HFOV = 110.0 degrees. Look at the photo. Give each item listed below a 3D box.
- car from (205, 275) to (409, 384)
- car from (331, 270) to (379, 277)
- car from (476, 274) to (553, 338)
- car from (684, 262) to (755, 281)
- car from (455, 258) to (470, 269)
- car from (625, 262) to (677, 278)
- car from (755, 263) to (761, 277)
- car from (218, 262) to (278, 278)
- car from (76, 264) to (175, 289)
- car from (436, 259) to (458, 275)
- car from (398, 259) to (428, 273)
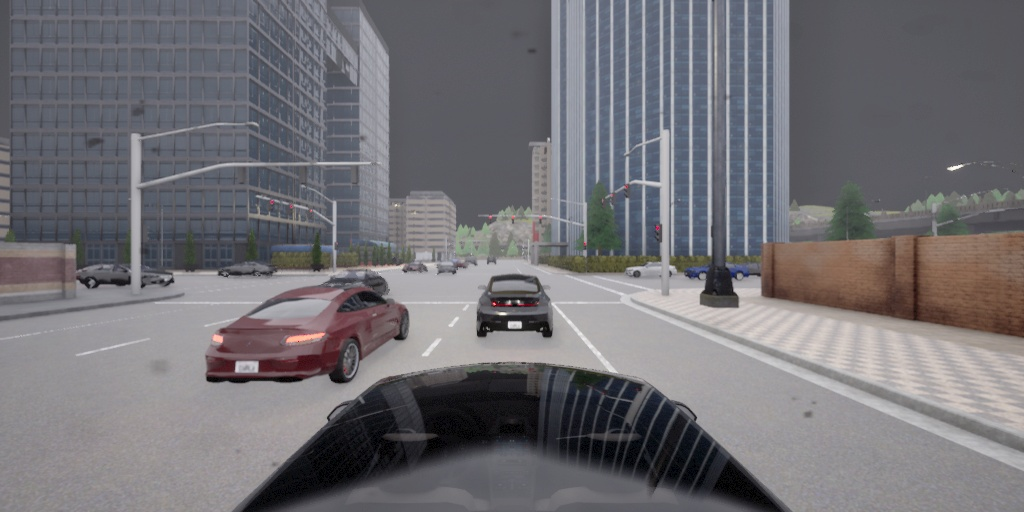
[{"bbox_3d":[-3.438,1.278,6.964,1.812,1.442,4.674,0,0,0],"label":"car"},{"bbox_3d":[-7.192,1.322,16.471,1.994,1.385,4.181,0,0,-1],"label":"car"},{"bbox_3d":[0.063,1.259,10.230,1.837,1.490,4.892,0,0,0],"label":"car"},{"bbox_3d":[17.208,1.243,30.276,5.008,1.535,1.882,0,0,-1],"label":"car"},{"bbox_3d":[-7.998,1.379,55.222,1.895,1.301,4.718,0,0,-1],"label":"car"},{"bbox_3d":[13.025,1.293,33.720,4.674,1.442,1.812,0,0,1],"label":"car"},{"bbox_3d":[22.612,1.314,33.824,5.357,1.411,2.033,0,0,-1],"label":"car"},{"bbox_3d":[-24.536,1.258,33.341,4.902,1.511,2.128,0,0,0],"label":"car"},{"bbox_3d":[-24.231,1.252,22.667,4.902,1.511,2.128,0,0,0],"label":"car"},{"bbox_3d":[-7.098,1.295,38.870,1.812,1.442,4.674,0,0,-11],"label":"car"},{"bbox_3d":[-11.502,1.335,42.729,1.994,1.385,4.181,0,0,4],"label":"car"}]
